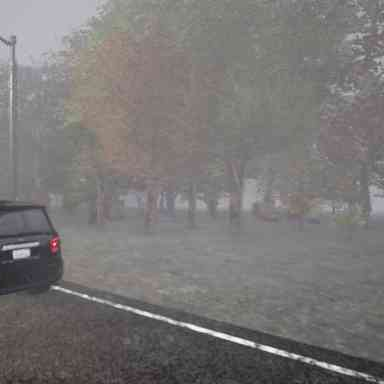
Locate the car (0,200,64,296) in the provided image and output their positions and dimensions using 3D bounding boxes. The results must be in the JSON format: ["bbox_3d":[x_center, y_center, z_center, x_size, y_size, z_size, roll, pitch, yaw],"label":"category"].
[{"bbox_3d":[-5.198,1.205,7.481,5.566,2.045,2.150,0,-1,36],"label":"car"}]
